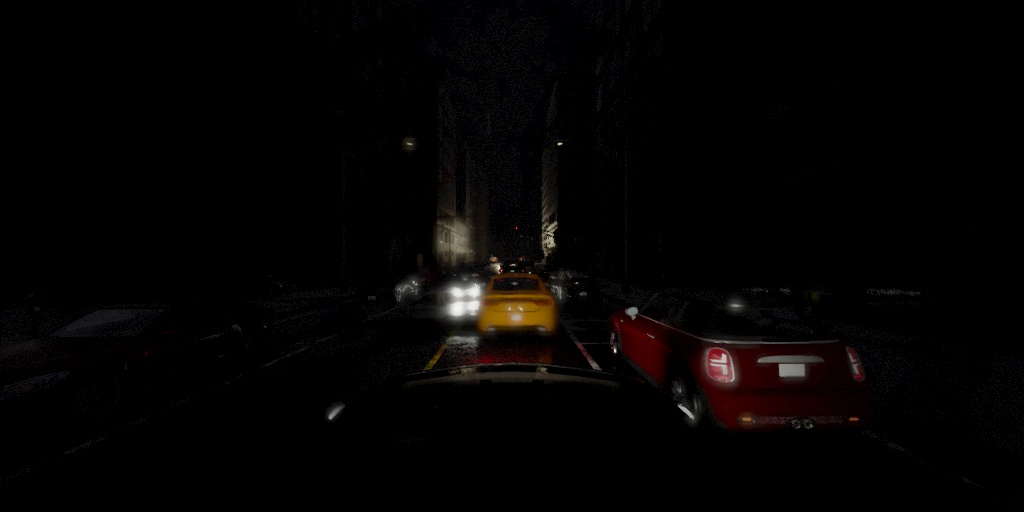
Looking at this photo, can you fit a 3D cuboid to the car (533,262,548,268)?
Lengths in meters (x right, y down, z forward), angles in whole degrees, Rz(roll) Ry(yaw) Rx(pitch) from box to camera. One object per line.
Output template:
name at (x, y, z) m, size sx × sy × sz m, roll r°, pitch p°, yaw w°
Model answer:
car at (2.907, 1.318, 27.604) m, size 1.948 × 1.339 × 4.313 m, roll 0°, pitch 0°, yaw 0°

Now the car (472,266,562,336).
car at (0.114, 1.228, 10.487) m, size 1.882 × 1.535 × 5.008 m, roll 0°, pitch 0°, yaw 0°

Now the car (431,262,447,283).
car at (-5.619, 1.193, 27.621) m, size 1.967 × 1.591 × 4.097 m, roll 0°, pitch 0°, yaw 0°

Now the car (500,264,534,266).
car at (0.135, 1.315, 19.475) m, size 1.994 × 1.385 × 4.181 m, roll 0°, pitch 0°, yaw 0°

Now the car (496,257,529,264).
car at (0.081, 1.105, 28.207) m, size 2.097 × 1.767 × 4.553 m, roll 0°, pitch 0°, yaw 1°

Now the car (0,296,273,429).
car at (-5.661, 1.332, 5.616) m, size 1.802 × 1.307 × 4.207 m, roll 0°, pitch 0°, yaw 0°

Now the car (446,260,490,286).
car at (-2.984, 1.245, 25.433) m, size 2.128 × 1.511 × 4.902 m, roll 0°, pitch 0°, yaw 1°

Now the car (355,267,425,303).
car at (-5.640, 1.317, 16.618) m, size 1.948 × 1.339 × 4.313 m, roll 0°, pitch 0°, yaw 0°

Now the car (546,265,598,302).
car at (2.885, 1.301, 16.601) m, size 2.007 × 1.370 × 4.403 m, roll 0°, pitch 0°, yaw 0°

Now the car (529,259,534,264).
car at (3.013, 1.232, 64.693) m, size 1.967 × 1.591 × 4.097 m, roll 0°, pitch 0°, yaw 0°

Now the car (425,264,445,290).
car at (-5.630, 1.334, 22.119) m, size 1.802 × 1.307 × 4.207 m, roll 0°, pitch 0°, yaw 0°

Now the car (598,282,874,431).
car at (2.864, 1.190, 5.599) m, size 1.967 × 1.591 × 4.097 m, roll 0°, pitch 0°, yaw 0°
